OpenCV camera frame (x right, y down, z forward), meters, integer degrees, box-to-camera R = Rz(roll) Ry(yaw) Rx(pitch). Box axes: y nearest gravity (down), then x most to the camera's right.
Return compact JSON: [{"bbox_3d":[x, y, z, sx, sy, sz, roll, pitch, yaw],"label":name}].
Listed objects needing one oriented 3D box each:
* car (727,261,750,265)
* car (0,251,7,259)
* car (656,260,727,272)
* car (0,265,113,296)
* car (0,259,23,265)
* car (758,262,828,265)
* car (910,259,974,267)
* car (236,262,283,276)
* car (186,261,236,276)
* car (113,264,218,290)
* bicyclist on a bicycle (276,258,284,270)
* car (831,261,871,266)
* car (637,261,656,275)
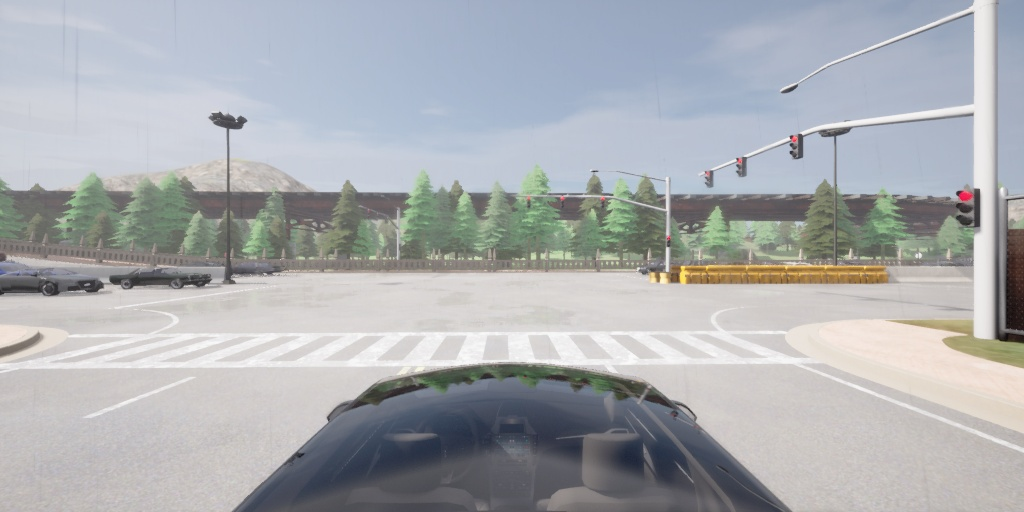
[{"bbox_3d":[20.523,1.255,34.119,4.892,1.490,1.837,0,0,-2],"label":"car"},{"bbox_3d":[-53.048,-0.252,35.436,4.674,1.442,1.812,7,0,-1],"label":"car"},{"bbox_3d":[15.188,1.102,30.453,4.553,1.767,2.097,0,0,-2],"label":"car"},{"bbox_3d":[-24.019,1.305,18.538,4.181,1.385,1.994,0,0,-2],"label":"car"},{"bbox_3d":[-30.863,1.166,21.830,5.008,1.535,1.882,1,0,-2],"label":"car"},{"bbox_3d":[24.017,1.276,30.708,4.674,1.442,1.812,0,0,-2],"label":"car"},{"bbox_3d":[36.917,1.255,31.116,4.892,1.490,1.837,0,0,-2],"label":"car"},{"bbox_3d":[-26.265,1.287,36.175,5.357,1.411,2.033,0,0,-2],"label":"car"},{"bbox_3d":[-28.564,1.206,32.601,5.008,1.535,1.882,0,0,-2],"label":"car"},{"bbox_3d":[-21.479,1.345,22.115,4.718,1.301,1.895,0,0,-2],"label":"car"},{"bbox_3d":[-28.446,1.041,43.896,0.582,1.620,1.656,0,0,-2],"label":"bicyclist on a bicycle"},{"bbox_3d":[31.700,1.242,34.460,4.902,1.511,2.128,0,0,-2],"label":"car"},{"bbox_3d":[15.582,1.241,37.468,4.902,1.511,2.128,0,0,-2],"label":"car"}]
